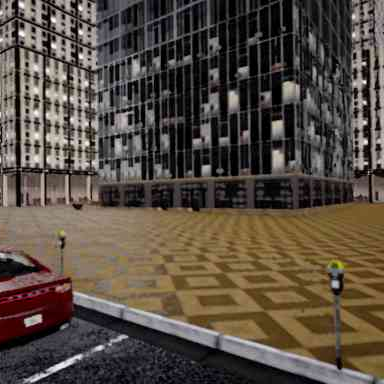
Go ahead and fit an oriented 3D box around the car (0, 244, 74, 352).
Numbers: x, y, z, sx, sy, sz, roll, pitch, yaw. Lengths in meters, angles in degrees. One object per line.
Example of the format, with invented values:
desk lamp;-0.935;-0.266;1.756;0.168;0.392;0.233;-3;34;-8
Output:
car;-3.898;1.561;5.683;4.507;1.381;1.887;0;-1;36
